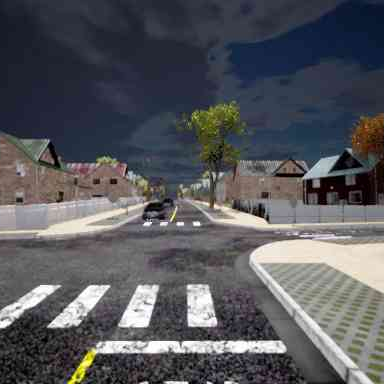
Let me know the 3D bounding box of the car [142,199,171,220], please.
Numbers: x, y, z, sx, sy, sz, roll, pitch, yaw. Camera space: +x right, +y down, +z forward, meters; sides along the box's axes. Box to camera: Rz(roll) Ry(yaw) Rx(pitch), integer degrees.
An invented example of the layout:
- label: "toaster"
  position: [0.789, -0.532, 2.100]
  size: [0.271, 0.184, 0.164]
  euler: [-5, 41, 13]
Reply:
- label: "car"
  position: [-3.138, 1.609, 28.731]
  size: [1.812, 1.442, 4.674]
  euler: [0, 0, 0]

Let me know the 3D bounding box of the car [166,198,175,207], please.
- label: "car"
  position: [-3.910, 1.773, 55.387]
  size: [1.812, 1.442, 4.674]
  euler: [0, 0, -2]
